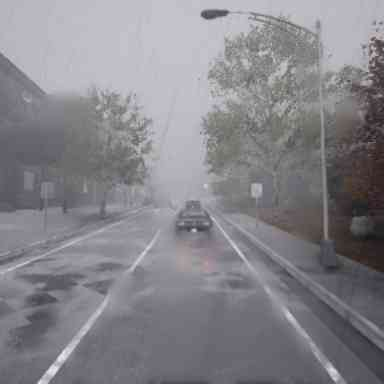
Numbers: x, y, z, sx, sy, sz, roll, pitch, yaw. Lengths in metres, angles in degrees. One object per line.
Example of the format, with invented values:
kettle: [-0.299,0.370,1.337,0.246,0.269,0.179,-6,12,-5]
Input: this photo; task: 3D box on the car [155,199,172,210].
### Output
car: [-3.578,1.519,42.275,1.994,1.385,4.181,0,0,0]

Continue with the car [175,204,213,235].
car: [0.104,1.581,18.475,1.895,1.301,4.718,0,0,0]

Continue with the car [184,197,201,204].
car: [0.108,1.461,41.724,1.837,1.490,4.892,0,0,0]
